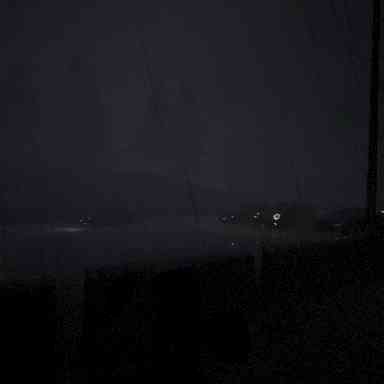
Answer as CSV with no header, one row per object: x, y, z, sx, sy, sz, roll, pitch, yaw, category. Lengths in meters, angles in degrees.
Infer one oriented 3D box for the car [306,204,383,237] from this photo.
9.019,1.585,19.014,5.008,1.535,1.882,0,0,-35,car

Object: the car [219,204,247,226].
4.168,1.607,24.153,4.892,1.490,1.837,0,0,-35,car

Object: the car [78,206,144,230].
-5.229,1.614,21.753,4.181,1.385,1.994,0,0,-35,car

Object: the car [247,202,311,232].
6.028,1.453,21.180,4.553,1.767,2.097,0,0,-35,car
